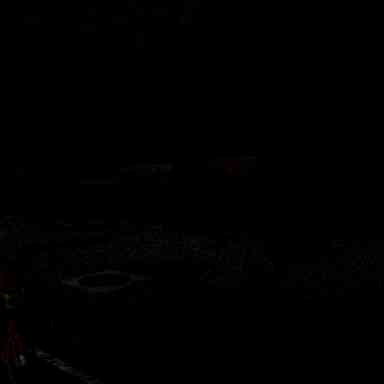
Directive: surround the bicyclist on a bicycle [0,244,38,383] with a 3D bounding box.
[{"bbox_3d":[-2.313,1.448,4.003,1.656,1.620,0.582,0,0,36],"label":"bicyclist on a bicycle"}]
